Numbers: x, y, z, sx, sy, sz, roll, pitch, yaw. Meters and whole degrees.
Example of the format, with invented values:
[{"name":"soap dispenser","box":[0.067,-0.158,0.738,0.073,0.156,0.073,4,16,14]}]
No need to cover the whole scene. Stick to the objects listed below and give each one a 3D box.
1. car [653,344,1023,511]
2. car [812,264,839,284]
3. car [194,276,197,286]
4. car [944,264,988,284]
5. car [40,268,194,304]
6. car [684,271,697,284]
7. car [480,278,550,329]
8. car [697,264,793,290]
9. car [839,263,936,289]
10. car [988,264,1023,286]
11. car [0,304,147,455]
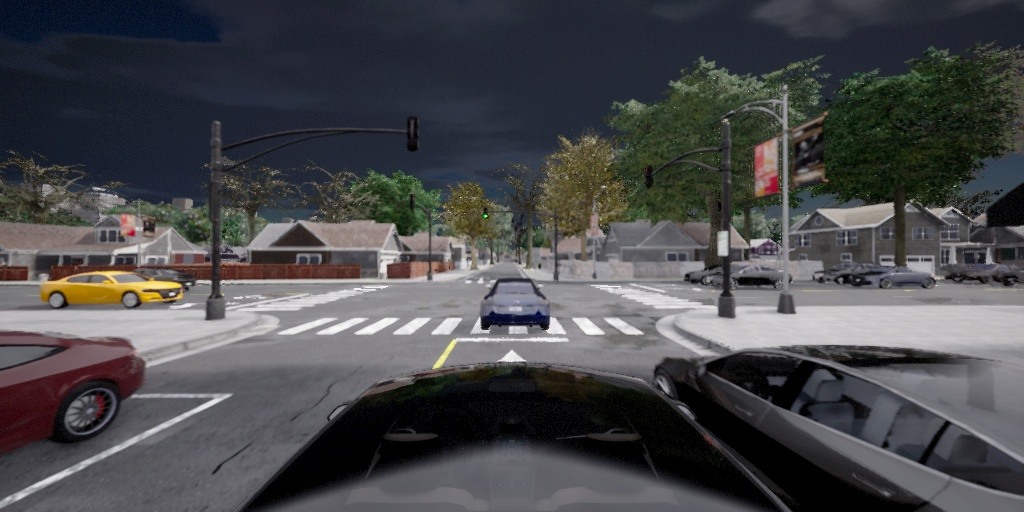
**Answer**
[{"name":"car","box":[2.638,1.323,2.753,1.948,1.339,4.313,0,0,0]},{"name":"car","box":[24.337,1.253,25.714,4.902,1.511,2.128,0,0,0]},{"name":"car","box":[-22.716,1.523,22.505,4.892,1.490,1.837,0,0,0]},{"name":"car","box":[34.573,1.254,25.689,5.357,1.411,2.033,0,0,0]},{"name":"car","box":[-17.459,1.421,15.801,5.008,1.535,1.882,0,0,0]},{"name":"car","box":[14.929,1.319,25.731,4.892,1.490,1.837,0,0,0]},{"name":"car","box":[0.082,1.382,11.492,1.994,1.385,4.181,0,0,0]},{"name":"car","box":[14.750,1.286,22.473,4.902,1.511,2.128,0,0,0]},{"name":"car","box":[23.659,1.309,22.471,4.181,1.385,1.994,0,0,0]},{"name":"car","box":[33.665,1.195,22.452,4.892,1.490,1.837,0,0,0]},{"name":"car","box":[-5.387,1.339,2.754,1.802,1.307,4.207,0,0,0]}]
